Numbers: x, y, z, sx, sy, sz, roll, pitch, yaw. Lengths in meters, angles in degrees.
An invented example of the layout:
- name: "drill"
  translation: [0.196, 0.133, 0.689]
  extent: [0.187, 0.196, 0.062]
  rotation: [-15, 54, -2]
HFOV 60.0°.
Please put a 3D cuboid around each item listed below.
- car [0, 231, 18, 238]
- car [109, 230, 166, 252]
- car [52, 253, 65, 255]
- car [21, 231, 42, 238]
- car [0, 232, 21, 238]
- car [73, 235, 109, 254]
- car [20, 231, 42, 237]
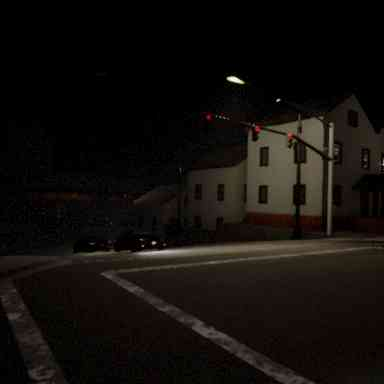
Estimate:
- name: "car"
  translation: [-43.341, 9.963, 77.819]
  extent: [1.853, 1.218, 4.536]
  rotation: [1, -2, 18]
- name: "car"
  translation: [-3.351, 3.077, 20.992]
  extent: [1.994, 1.385, 4.181]
  rotation: [3, -10, -35]
- name: "car"
  translation: [-14.725, 7.436, 36.502]
  extent: [2.033, 1.411, 5.357]
  rotation: [3, -22, -36]
- name: "car"
  translation: [-39.445, 10.350, 81.511]
  extent: [4.974, 1.542, 2.038]
  rotation: [2, -2, -7]
- name: "car"
  translation: [-43.362, 10.119, 77.765]
  extent: [2.038, 1.542, 4.974]
  rotation: [1, -2, 18]
- name: "car"
  translation: [-8.536, 4.421, 28.214]
  extent: [1.882, 1.535, 5.008]
  rotation: [3, -13, -36]
- name: "car"
  translation: [-39.491, 10.191, 81.509]
  extent: [4.536, 1.218, 1.853]
  rotation: [2, -2, -7]
